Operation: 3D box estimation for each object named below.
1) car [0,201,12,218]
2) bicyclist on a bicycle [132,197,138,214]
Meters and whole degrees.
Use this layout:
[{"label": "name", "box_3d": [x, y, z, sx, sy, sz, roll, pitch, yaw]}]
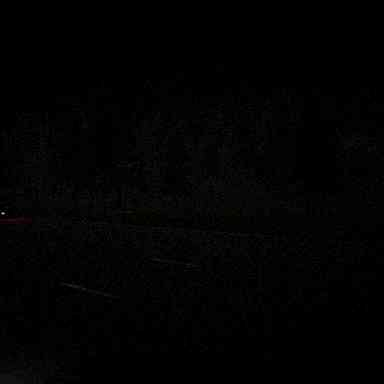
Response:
[{"label": "car", "box_3d": [-17.497, 1.505, 28.800, 4.892, 1.490, 1.837, 0, 0, 35]}, {"label": "bicyclist on a bicycle", "box_3d": [-5.509, 1.311, 32.120, 0.582, 1.620, 1.656, 0, -2, -23]}]
